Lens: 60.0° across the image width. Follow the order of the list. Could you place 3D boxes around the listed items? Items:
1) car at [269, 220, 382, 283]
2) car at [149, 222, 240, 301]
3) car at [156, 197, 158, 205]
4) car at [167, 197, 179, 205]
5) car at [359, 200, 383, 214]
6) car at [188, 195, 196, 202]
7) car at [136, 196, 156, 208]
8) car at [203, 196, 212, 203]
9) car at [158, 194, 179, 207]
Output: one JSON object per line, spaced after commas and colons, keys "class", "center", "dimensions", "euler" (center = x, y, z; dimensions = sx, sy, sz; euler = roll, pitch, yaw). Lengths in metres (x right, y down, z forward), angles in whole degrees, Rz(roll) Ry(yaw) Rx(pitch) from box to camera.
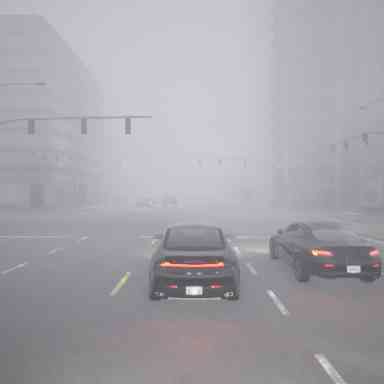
{"class": "car", "center": [3.563, 1.535, 9.604], "dimensions": [1.812, 1.442, 4.674], "euler": [0, 0, 0]}
{"class": "car", "center": [0.057, 1.513, 8.347], "dimensions": [1.837, 1.490, 4.892], "euler": [0, 0, 0]}
{"class": "car", "center": [-7.076, 1.534, 59.928], "dimensions": [1.882, 1.535, 5.008], "euler": [0, 0, 0]}
{"class": "car", "center": [-3.556, 1.661, 63.319], "dimensions": [1.895, 1.301, 4.718], "euler": [0, 0, 1]}
{"class": "car", "center": [20.842, 1.581, 35.467], "dimensions": [5.357, 1.411, 2.033], "euler": [0, 0, 1]}
{"class": "car", "center": [-0.007, 1.434, 73.855], "dimensions": [2.128, 1.511, 4.902], "euler": [0, 0, 0]}
{"class": "car", "center": [-7.103, 1.595, 50.105], "dimensions": [2.033, 1.411, 5.357], "euler": [0, 0, 0]}
{"class": "car", "center": [3.498, 1.570, 74.009], "dimensions": [1.837, 1.490, 4.892], "euler": [0, 0, 0]}
{"class": "car", "center": [-3.608, 1.272, 53.346], "dimensions": [2.150, 2.045, 5.566], "euler": [0, 0, 1]}
